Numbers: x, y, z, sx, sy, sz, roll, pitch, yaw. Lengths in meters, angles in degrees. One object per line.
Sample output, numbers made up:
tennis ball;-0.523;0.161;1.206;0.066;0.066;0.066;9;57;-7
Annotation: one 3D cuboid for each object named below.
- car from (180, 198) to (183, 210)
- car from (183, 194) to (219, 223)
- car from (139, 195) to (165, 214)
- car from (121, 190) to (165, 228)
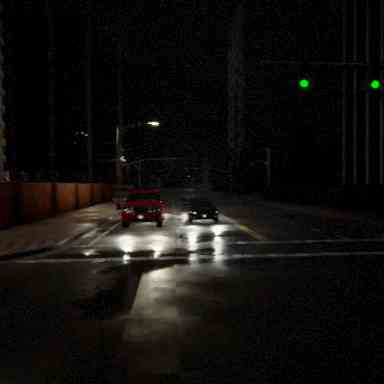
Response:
car;-0.056;0.920;31.253;2.128;1.511;4.902;0;1;-4
car;0.571;1.108;21.878;1.837;1.490;4.892;0;1;-4
car;-3.438;1.055;29.287;1.994;1.385;4.181;0;1;-4
car;-2.810;0.886;19.928;2.150;2.045;5.566;0;1;-3
